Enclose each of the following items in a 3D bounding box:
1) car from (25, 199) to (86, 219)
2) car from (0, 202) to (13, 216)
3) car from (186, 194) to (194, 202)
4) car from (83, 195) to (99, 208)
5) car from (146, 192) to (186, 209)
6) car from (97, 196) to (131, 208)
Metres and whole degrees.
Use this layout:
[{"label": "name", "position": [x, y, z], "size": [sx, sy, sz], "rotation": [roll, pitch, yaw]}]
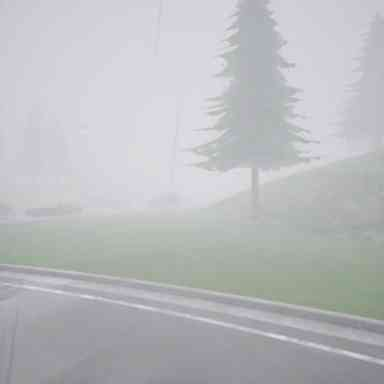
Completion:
[{"label": "car", "position": [-12.024, 1.574, 29.150], "size": [1.895, 1.301, 4.718], "rotation": [0, 0, 32]}, {"label": "car", "position": [-19.177, 1.550, 30.908], "size": [1.812, 1.442, 4.674], "rotation": [0, 1, 33]}, {"label": "car", "position": [-1.381, 1.122, 59.164], "size": [1.994, 1.385, 4.181], "rotation": [0, 0, 32]}, {"label": "car", "position": [-13.976, 1.271, 45.794], "size": [2.097, 1.767, 4.553], "rotation": [0, 0, 32]}, {"label": "car", "position": [-3.495, 1.060, 42.764], "size": [2.150, 2.045, 5.566], "rotation": [0, 2, 32]}, {"label": "car", "position": [-10.286, 1.457, 45.089], "size": [1.994, 1.385, 4.181], "rotation": [0, 0, 32]}]
